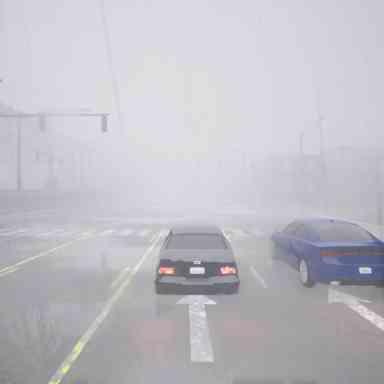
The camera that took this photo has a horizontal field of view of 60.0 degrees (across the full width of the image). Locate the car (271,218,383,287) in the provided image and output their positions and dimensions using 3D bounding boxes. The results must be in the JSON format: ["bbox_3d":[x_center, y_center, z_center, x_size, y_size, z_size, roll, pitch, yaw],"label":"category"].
[{"bbox_3d":[3.600,1.478,9.376,1.882,1.535,5.008,0,0,0],"label":"car"}]

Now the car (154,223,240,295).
[{"bbox_3d":[0.098,1.547,8.852,2.033,1.411,5.357,0,0,0],"label":"car"}]
